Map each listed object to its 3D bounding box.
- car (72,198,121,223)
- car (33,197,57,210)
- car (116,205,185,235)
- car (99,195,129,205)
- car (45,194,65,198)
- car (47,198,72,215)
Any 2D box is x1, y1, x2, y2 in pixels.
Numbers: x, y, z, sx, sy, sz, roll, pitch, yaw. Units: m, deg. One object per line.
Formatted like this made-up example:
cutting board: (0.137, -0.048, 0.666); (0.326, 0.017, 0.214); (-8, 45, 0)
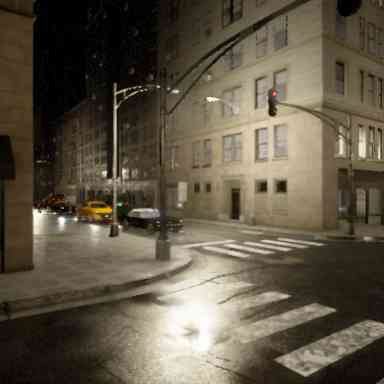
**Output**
car: (-7.782, 1.524, 26.805); (1.882, 1.535, 5.008); (0, 0, -35)
car: (-19.029, 1.631, 42.702); (1.895, 1.301, 4.718); (0, 0, -35)
car: (-2.454, 1.655, 19.324); (1.895, 1.301, 4.718); (0, 0, -38)
car: (-8.185, 1.269, 32.902); (2.150, 2.045, 5.566); (0, 0, -35)
car: (-21.078, 1.254, 51.022); (2.150, 2.045, 5.566); (0, 0, -35)
car: (-13.203, 1.639, 34.442); (1.895, 1.301, 4.718); (0, 0, -35)
